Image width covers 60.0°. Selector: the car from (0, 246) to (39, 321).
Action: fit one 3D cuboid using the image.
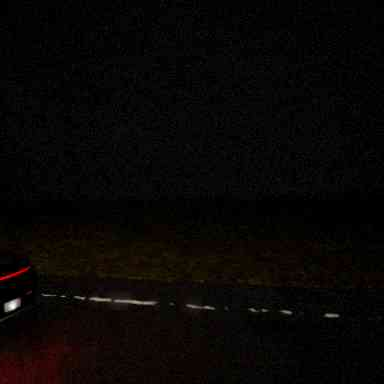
[{"bbox_3d":[-5.039,1.491,5.602,4.892,1.490,1.837,-1,1,14],"label":"car"}]
